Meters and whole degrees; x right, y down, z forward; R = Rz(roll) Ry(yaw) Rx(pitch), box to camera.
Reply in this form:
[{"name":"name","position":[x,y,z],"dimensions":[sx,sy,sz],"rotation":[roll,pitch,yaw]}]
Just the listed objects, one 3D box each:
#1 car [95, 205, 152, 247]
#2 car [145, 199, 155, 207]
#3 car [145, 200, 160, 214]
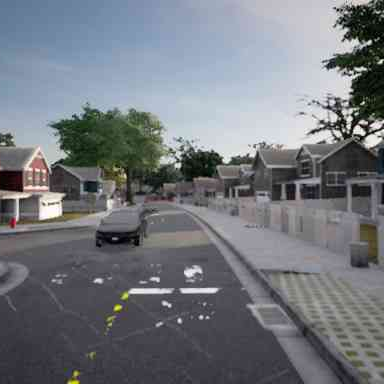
[{"name":"car","position":[-3.153,1.605,15.699],"dimensions":[1.882,1.535,5.008],"rotation":[0,0,-2]},{"name":"car","position":[-8.342,2.155,65.617],"dimensions":[1.895,1.301,4.718],"rotation":[0,-1,-9]},{"name":"car","position":[-4.913,1.862,39.844],"dimensions":[1.837,1.490,4.892],"rotation":[0,0,-6]}]
